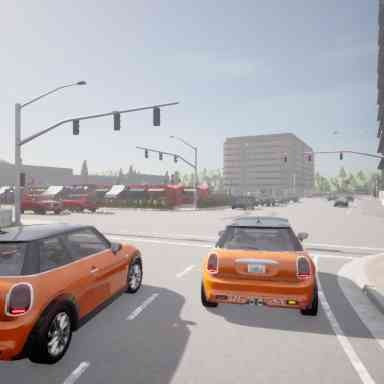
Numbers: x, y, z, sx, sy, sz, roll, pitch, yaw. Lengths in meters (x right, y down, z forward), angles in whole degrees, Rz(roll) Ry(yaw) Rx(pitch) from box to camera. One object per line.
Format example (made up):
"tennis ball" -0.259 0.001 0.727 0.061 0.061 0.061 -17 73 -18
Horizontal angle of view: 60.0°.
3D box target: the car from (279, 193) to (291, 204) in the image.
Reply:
"car" 16.159 1.491 61.118 2.128 1.511 4.902 0 0 28

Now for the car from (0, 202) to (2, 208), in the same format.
"car" -25.241 1.277 39.693 5.566 2.045 2.150 0 0 28

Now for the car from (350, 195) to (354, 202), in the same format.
"car" 36.766 1.500 77.798 1.837 1.490 4.892 0 0 28

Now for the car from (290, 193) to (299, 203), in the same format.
"car" 21.108 1.225 70.482 2.150 2.045 5.566 0 0 28

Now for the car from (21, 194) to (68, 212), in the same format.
"car" -16.095 1.277 34.834 5.566 2.045 2.150 0 0 28

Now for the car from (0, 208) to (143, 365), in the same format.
"car" -2.486 1.352 6.145 2.097 1.767 4.553 0 0 10

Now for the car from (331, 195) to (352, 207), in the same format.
"car" 23.413 1.600 52.002 1.895 1.301 4.718 0 0 28

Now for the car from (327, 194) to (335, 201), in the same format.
"car" 33.631 1.355 79.356 2.097 1.767 4.553 0 0 28

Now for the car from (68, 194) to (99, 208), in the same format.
"car" -12.972 1.277 37.374 5.566 2.045 2.150 0 0 28

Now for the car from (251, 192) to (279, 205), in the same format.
"car" 11.534 1.223 52.309 2.150 2.045 5.566 0 0 28

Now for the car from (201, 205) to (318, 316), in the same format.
"car" 1.631 1.352 7.851 2.097 1.767 4.553 0 0 14

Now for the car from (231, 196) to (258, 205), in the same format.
"car" 6.648 1.601 42.977 1.895 1.301 4.718 0 0 28
